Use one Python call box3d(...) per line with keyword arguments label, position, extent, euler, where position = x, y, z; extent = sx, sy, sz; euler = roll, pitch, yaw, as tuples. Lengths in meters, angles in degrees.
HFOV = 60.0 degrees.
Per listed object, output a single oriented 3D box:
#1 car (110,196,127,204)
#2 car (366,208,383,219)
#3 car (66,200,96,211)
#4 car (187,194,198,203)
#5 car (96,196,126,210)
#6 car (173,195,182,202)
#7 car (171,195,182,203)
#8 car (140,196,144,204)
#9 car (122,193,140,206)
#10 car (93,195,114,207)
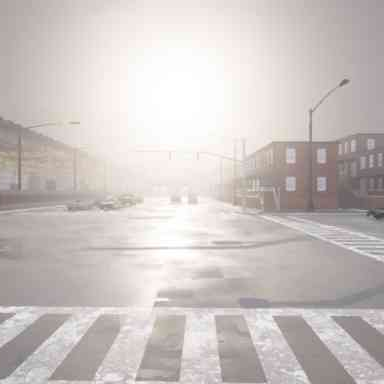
box3d(label="car", position=(-13.980, 1.492, 63.431), extent=(2.128, 1.511, 4.902), euler=(0, 0, 0))
box3d(label="car", position=(17.060, 1.547, 26.712), extent=(5.357, 1.411, 2.033), euler=(0, 0, 0))
box3d(label="car", position=(-14.046, 1.601, 41.703), extent=(1.895, 1.301, 4.718), euler=(0, 0, 0))
box3d(label="car", position=(0.154, 1.547, 66.679), extent=(2.033, 1.411, 5.357), euler=(0, 0, 1))
box3d(label="car", position=(-10.539, 1.548, 43.194), extent=(2.033, 1.411, 5.357), euler=(0, 0, 0))
box3d(label="car", position=(-3.426, 1.478, 80.557), extent=(1.882, 1.535, 5.008), euler=(0, 0, 0))
box3d(label="car", position=(-3.368, 1.353, 70.271), extent=(2.097, 1.767, 4.553), euler=(0, 0, 0))
box3d(label="car", position=(-10.475, 1.505, 64.927), extent=(1.837, 1.490, 4.892), euler=(0, 0, 1))
box3d(label="car", position=(-10.516, 1.221, 54.470), extent=(2.150, 2.045, 5.566), euler=(0, 0, 0))
box3d(label="car", position=(-14.019, 1.351, 52.728), extent=(2.097, 1.767, 4.553), euler=(0, 0, 0))
